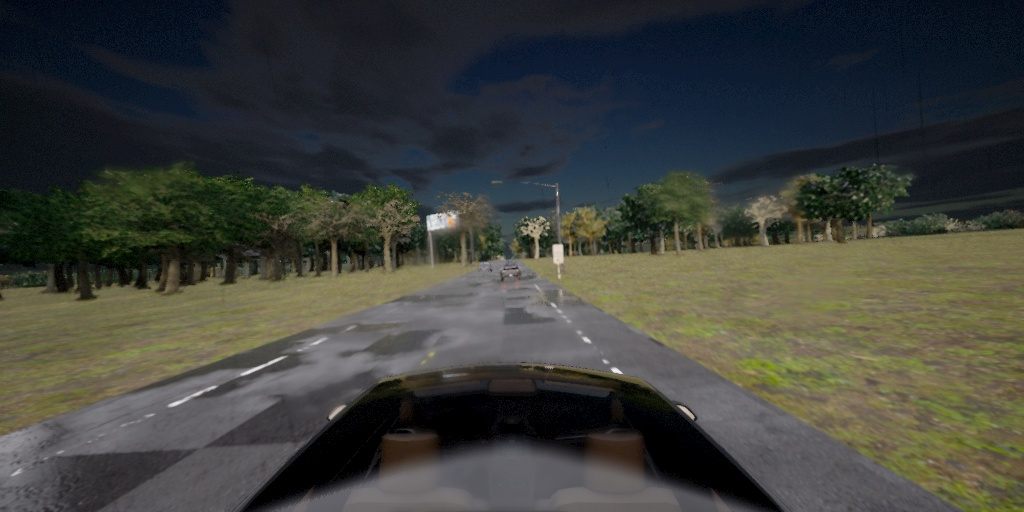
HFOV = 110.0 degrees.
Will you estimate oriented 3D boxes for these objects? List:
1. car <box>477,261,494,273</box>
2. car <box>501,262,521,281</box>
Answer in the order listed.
[{"bbox_3d":[-3.679,1.478,49.807,1.812,1.442,4.674,-3,0,0],"label":"car"},{"bbox_3d":[-0.109,1.509,34.033,2.128,1.511,4.902,-3,0,0],"label":"car"}]
